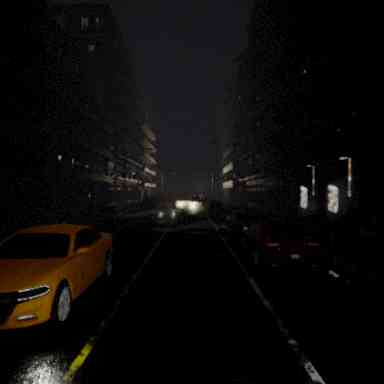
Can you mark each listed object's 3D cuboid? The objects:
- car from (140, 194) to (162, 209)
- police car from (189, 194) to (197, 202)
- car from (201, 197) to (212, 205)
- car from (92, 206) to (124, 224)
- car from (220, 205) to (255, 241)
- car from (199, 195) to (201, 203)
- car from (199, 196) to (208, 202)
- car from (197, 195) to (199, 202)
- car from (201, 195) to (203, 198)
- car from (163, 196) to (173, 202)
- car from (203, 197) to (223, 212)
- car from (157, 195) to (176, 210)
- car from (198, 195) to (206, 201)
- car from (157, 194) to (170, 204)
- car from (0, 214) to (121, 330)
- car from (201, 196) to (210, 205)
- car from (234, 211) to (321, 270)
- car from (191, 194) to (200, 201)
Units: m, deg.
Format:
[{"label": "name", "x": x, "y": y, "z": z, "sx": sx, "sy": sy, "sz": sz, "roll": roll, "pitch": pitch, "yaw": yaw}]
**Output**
[{"label": "car", "x": -5.685, "y": 1.323, "z": 44.884, "sx": 2.192, "sy": 1.841, "sz": 5.009, "roll": 0, "pitch": 0, "yaw": 0}, {"label": "police car", "x": 0.809, "y": 1.472, "z": 74.886, "sx": 1.930, "sy": 1.638, "sz": 5.238, "roll": 0, "pitch": 0, "yaw": -2}, {"label": "car", "x": 2.696, "y": 1.601, "z": 61.849, "sx": 1.802, "sy": 1.307, "sz": 4.206, "roll": 0, "pitch": 0, "yaw": 0}, {"label": "car", "x": -5.687, "y": 1.583, "z": 22.234, "sx": 1.802, "sy": 1.307, "sz": 4.206, "roll": 0, "pitch": 0, "yaw": 0}, {"label": "car", "x": 2.693, "y": 1.544, "z": 16.550, "sx": 1.887, "sy": 1.381, "sz": 4.507, "roll": 0, "pitch": 0, "yaw": 0}, {"label": "car", "x": 2.696, "y": 1.454, "z": 56.185, "sx": 1.967, "sy": 1.590, "sz": 4.097, "roll": 0, "pitch": 0, "yaw": 0}, {"label": "car", "x": 2.697, "y": 1.582, "z": 79.001, "sx": 1.752, "sy": 1.417, "sz": 4.829, "roll": 0, "pitch": 0, "yaw": 0}, {"label": "car", "x": 2.697, "y": 1.482, "z": 73.168, "sx": 1.967, "sy": 1.590, "sz": 4.097, "roll": 0, "pitch": 0, "yaw": 0}, {"label": "car", "x": 2.696, "y": 1.555, "z": 50.525, "sx": 1.887, "sy": 1.381, "sz": 4.507, "roll": 0, "pitch": 0, "yaw": 0}, {"label": "car", "x": -5.683, "y": 1.601, "z": 78.854, "sx": 1.887, "sy": 1.381, "sz": 4.507, "roll": 0, "pitch": 0, "yaw": 0}, {"label": "car", "x": 2.695, "y": 1.557, "z": 39.200, "sx": 2.008, "sy": 1.369, "sz": 4.403, "roll": 0, "pitch": 0, "yaw": 0}, {"label": "car", "x": -3.084, "y": 1.485, "z": 43.223, "sx": 1.882, "sy": 1.535, "sz": 5.008, "roll": 0, "pitch": 0, "yaw": 0}, {"label": "car", "x": 2.698, "y": 1.630, "z": 90.155, "sx": 1.887, "sy": 1.381, "sz": 4.507, "roll": 0, "pitch": 0, "yaw": 0}, {"label": "car", "x": -5.684, "y": 1.345, "z": 67.531, "sx": 2.192, "sy": 1.841, "sz": 5.009, "roll": 0, "pitch": 0, "yaw": 0}, {"label": "car", "x": -3.091, "y": 1.475, "z": 7.265, "sx": 1.882, "sy": 1.535, "sz": 5.008, "roll": 0, "pitch": 0, "yaw": 0}, {"label": "car", "x": 2.696, "y": 1.559, "z": 44.862, "sx": 2.008, "sy": 1.369, "sz": 4.403, "roll": 0, "pitch": 0, "yaw": 0}, {"label": "car", "x": 2.692, "y": 1.542, "z": 10.889, "sx": 1.887, "sy": 1.381, "sz": 4.507, "roll": 0, "pitch": 0, "yaw": 0}, {"label": "car", "x": 0.909, "y": 1.422, "z": 84.766, "sx": 2.097, "sy": 1.767, "sz": 4.553, "roll": 0, "pitch": 0, "yaw": 0}]
